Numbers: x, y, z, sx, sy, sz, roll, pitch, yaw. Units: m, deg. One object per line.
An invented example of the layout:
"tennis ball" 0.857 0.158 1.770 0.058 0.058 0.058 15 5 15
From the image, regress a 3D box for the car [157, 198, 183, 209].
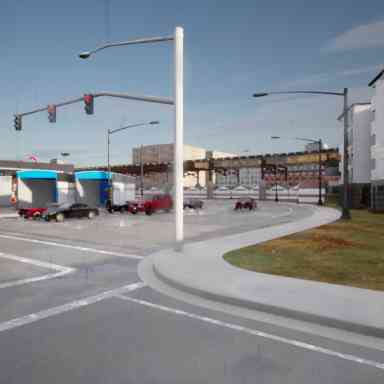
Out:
"car" -2.956 1.547 46.029 2.033 1.411 5.357 0 0 15

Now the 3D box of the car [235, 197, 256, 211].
"car" 6.732 1.352 41.391 2.097 1.767 4.553 0 0 18

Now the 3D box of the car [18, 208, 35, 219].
"car" -12.295 1.601 28.661 1.895 1.301 4.718 0 0 37

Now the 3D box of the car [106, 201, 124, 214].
"car" -7.111 1.601 36.221 1.895 1.301 4.718 0 0 30

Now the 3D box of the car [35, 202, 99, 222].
"car" -9.592 1.526 26.479 1.812 1.442 4.674 0 0 36

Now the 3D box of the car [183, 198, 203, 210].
"car" 0.119 1.547 44.101 2.033 1.411 5.357 0 0 16

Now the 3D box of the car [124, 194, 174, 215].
"car" -4.130 1.221 34.417 2.150 2.045 5.566 0 0 30
